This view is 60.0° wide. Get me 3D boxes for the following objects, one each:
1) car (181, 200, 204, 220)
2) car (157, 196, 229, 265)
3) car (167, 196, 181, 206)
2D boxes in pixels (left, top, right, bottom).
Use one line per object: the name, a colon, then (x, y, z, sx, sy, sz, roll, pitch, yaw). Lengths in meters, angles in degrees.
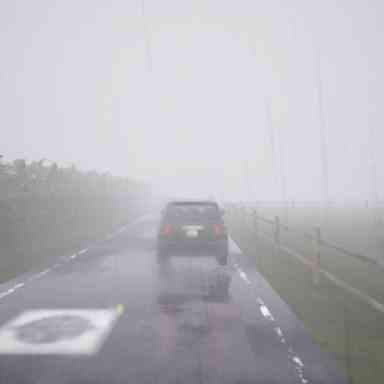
car: (0.050, 1.507, 28.696, 1.812, 1.442, 4.674, 0, 0, 1)
car: (0.032, 1.218, 11.862, 2.150, 2.045, 5.566, 0, 0, 0)
car: (-2.822, 1.430, 53.126, 1.882, 1.535, 5.008, 0, 0, 0)
